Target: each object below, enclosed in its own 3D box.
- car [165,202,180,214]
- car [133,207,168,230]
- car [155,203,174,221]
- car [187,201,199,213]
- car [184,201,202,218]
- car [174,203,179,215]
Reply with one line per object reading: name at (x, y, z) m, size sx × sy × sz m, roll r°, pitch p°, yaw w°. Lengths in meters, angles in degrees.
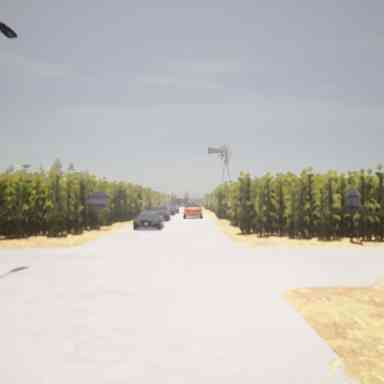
car at (-3.130, 2.572, 53.225) m, size 2.097 × 1.767 × 4.553 m, roll 0°, pitch -2°, yaw 1°
car at (-3.182, 2.058, 25.063) m, size 1.994 × 1.385 × 4.181 m, roll 0°, pitch -1°, yaw 0°
car at (-3.174, 2.142, 33.929) m, size 1.837 × 1.490 × 4.892 m, roll 0°, pitch -1°, yaw 0°
car at (0.139, 2.770, 62.782) m, size 2.150 × 2.045 × 5.566 m, roll 0°, pitch -1°, yaw 0°
car at (0.119, 2.062, 38.700) m, size 2.097 × 1.767 × 4.553 m, roll 0°, pitch -1°, yaw 0°
car at (-3.163, 2.332, 43.394) m, size 2.128 × 1.511 × 4.902 m, roll 0°, pitch -2°, yaw 0°
